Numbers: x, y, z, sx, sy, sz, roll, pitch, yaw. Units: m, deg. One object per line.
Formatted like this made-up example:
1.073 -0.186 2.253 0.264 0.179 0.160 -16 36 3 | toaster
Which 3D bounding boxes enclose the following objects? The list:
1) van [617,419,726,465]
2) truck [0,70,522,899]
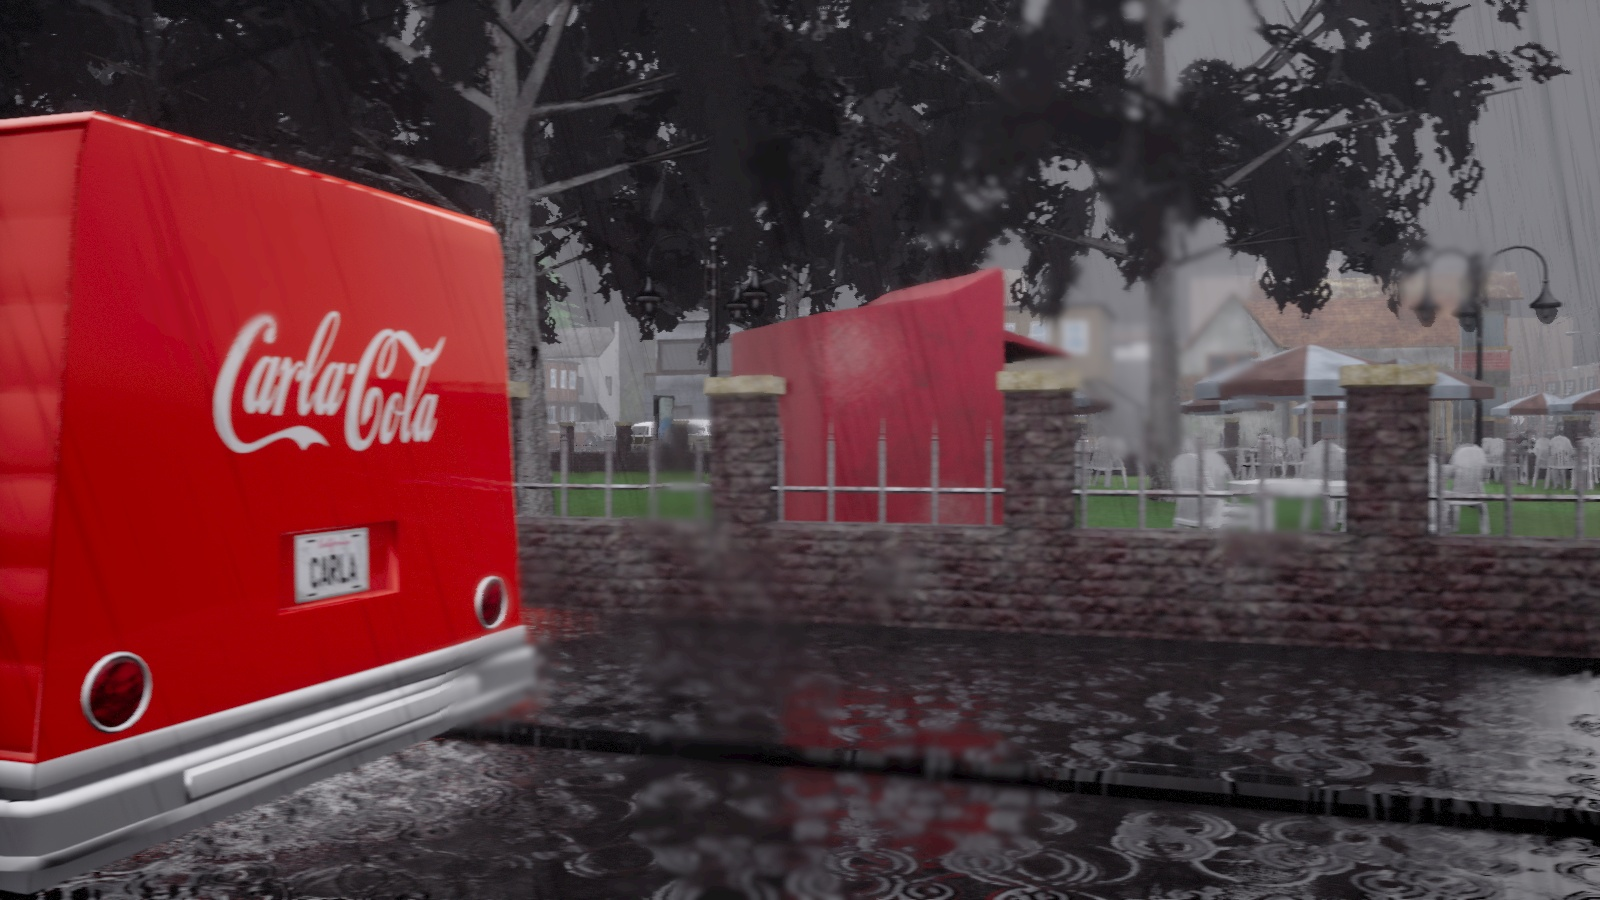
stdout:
-5.892 -0.396 57.679 4.480 2.038 2.069 1 1 19 | van
-4.106 0.243 5.093 5.204 2.467 2.627 1 1 19 | truck
